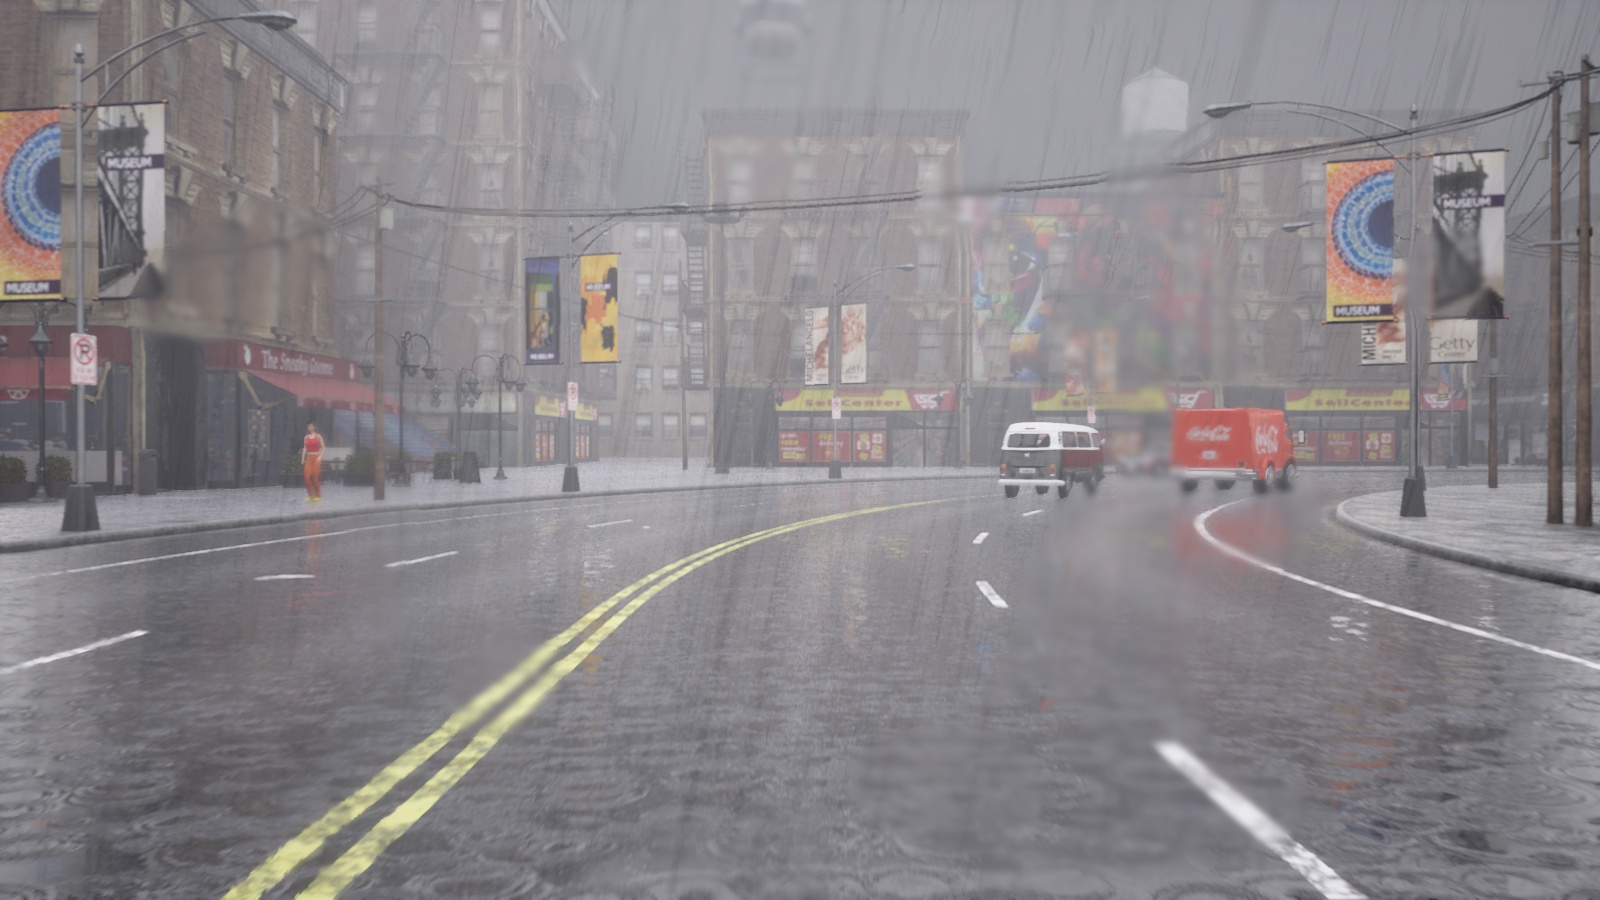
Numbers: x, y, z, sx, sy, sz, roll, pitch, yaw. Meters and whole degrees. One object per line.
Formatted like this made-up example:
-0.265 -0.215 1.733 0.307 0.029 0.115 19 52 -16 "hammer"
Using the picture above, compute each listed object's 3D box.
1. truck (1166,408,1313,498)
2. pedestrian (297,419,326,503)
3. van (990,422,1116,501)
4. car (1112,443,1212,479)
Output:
13.100 0.061 37.188 2.627 2.467 5.204 0 0 37 "truck"
-10.823 0.238 27.837 0.345 1.836 0.594 0 0 7 "pedestrian"
7.062 0.280 34.654 2.069 2.038 4.480 0 0 30 "van"
15.306 0.425 53.060 3.806 1.475 1.970 0 0 -30 "car"
